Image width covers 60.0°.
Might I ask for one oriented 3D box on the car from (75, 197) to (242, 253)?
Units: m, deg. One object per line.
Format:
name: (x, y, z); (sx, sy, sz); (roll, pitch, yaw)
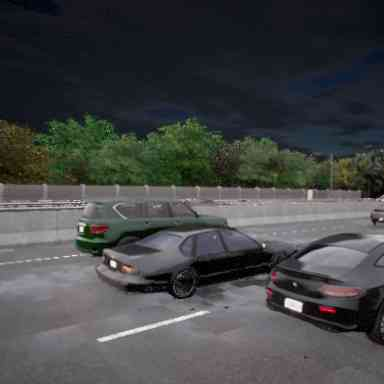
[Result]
car: (-1.129, 1.208, 11.537); (5.566, 2.045, 2.150); (0, 0, -35)

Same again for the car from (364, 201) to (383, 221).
car: (13.798, 1.524, 22.178); (4.902, 1.511, 2.128); (0, 0, -35)

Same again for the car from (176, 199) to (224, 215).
car: (0.900, 1.519, 34.718); (4.892, 1.490, 1.837); (0, 0, -35)

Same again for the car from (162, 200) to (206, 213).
car: (-0.860, 1.617, 37.762); (4.718, 1.301, 1.895); (0, 0, -35)

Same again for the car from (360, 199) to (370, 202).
car: (32.888, 1.969, 61.701); (5.357, 1.411, 2.033); (1, 0, -35)

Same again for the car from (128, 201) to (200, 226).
car: (-1.965, 1.491, 24.080); (4.892, 1.490, 1.837); (0, 0, -35)

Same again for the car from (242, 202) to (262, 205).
car: (5.690, 1.634, 33.835); (4.718, 1.301, 1.895); (0, 0, -35)

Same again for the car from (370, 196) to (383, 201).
car: (34.172, 1.632, 58.321); (5.566, 2.045, 2.150); (1, 0, -35)

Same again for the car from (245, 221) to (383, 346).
car: (3.379, 1.510, 6.277); (4.674, 1.442, 1.812); (0, 0, -35)

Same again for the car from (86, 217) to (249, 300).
car: (0.411, 1.534, 8.344); (5.357, 1.411, 2.033); (0, 0, -36)
